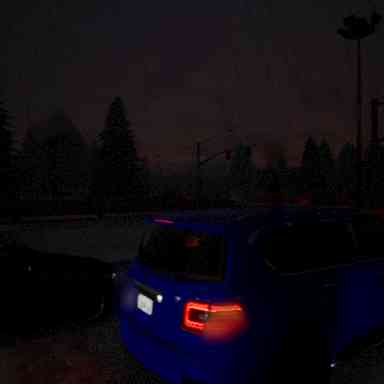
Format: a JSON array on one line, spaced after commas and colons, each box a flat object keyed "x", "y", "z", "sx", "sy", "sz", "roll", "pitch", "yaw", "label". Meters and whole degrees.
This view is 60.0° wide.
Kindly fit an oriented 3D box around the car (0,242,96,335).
[{"x": -3.311, "y": 1.565, "z": 5.683, "sx": 4.181, "sy": 1.385, "sz": 1.994, "roll": 0, "pitch": 0, "yaw": -35, "label": "car"}]

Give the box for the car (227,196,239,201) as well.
[{"x": 5.596, "y": 1.352, "z": 49.966, "sx": 1.882, "sy": 1.535, "sz": 5.008, "roll": 0, "pitch": 0, "yaw": -35, "label": "car"}]

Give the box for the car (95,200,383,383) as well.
[{"x": 1.711, "y": 1.213, "z": 4.938, "sx": 5.566, "sy": 2.045, "sz": 2.150, "roll": -1, "pitch": 0, "yaw": -35, "label": "car"}]

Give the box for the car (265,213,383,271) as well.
[{"x": 4.689, "y": 1.528, "z": 11.324, "sx": 4.181, "sy": 1.385, "sz": 1.994, "roll": 0, "pitch": 0, "yaw": -35, "label": "car"}]

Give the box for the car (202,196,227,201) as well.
[{"x": 2.613, "y": 1.451, "z": 48.124, "sx": 1.994, "sy": 1.385, "sz": 4.181, "roll": 0, "pitch": 0, "yaw": -35, "label": "car"}]
